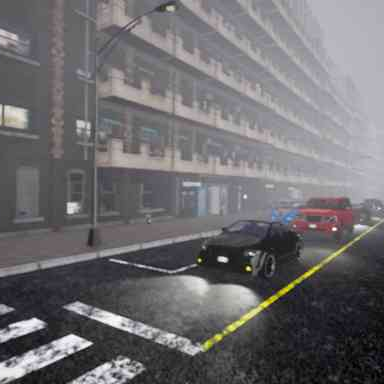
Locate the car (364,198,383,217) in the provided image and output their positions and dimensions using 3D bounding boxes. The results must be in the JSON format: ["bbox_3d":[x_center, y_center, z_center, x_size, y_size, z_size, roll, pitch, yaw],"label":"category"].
[{"bbox_3d":[18.443,1.505,34.148,2.097,1.767,4.553,2,1,35],"label":"car"}]

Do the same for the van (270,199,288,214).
[{"bbox_3d":[6.305,1.325,21.092,1.690,1.788,3.998,1,0,34],"label":"van"}]

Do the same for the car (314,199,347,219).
[{"bbox_3d":[12.708,1.487,30.486,1.967,1.590,4.097,1,0,34],"label":"car"}]

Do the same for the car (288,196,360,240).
[{"bbox_3d":[7.246,1.260,17.901,2.150,2.045,5.566,2,1,34],"label":"car"}]

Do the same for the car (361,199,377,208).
[{"bbox_3d":[28.791,1.806,53.921,1.802,1.307,4.206,1,0,34],"label":"car"}]

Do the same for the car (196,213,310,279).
[{"bbox_3d":[1.918,1.551,10.161,1.994,1.385,4.181,2,1,35],"label":"car"}]

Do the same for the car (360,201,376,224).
[{"bbox_3d":[12.629,1.656,25.728,1.994,1.385,4.181,2,1,36],"label":"car"}]
